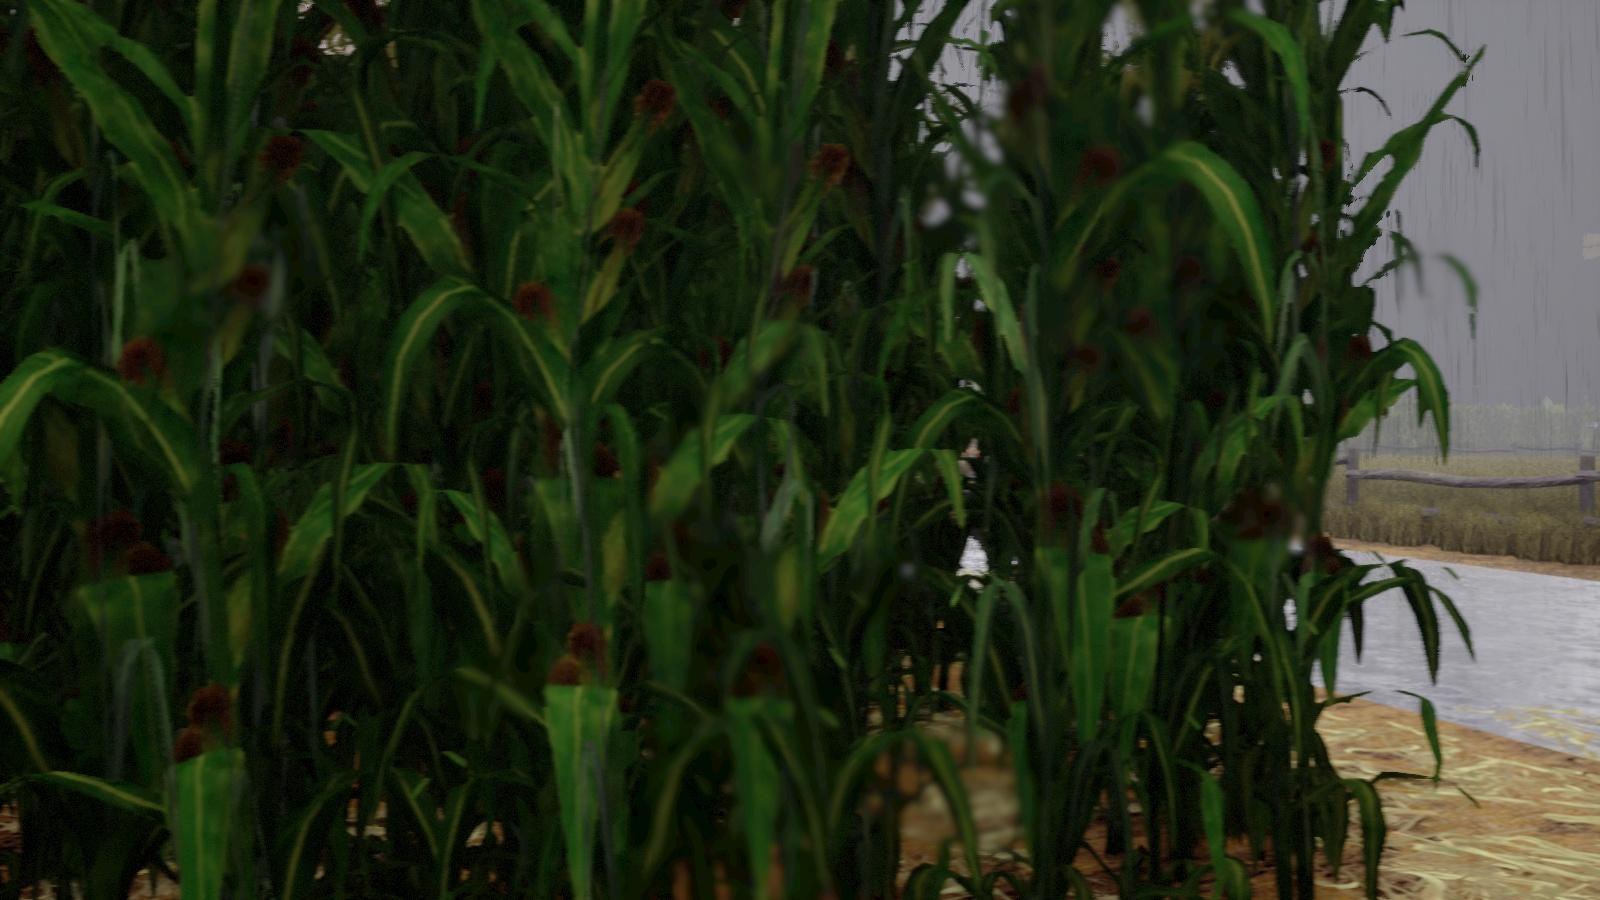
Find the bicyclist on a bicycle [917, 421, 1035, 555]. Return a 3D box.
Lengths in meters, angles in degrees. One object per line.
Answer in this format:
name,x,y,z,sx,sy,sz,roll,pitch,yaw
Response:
bicyclist on a bicycle,2.235,0.451,16.115,0.866,1.612,1.509,-1,1,-21
